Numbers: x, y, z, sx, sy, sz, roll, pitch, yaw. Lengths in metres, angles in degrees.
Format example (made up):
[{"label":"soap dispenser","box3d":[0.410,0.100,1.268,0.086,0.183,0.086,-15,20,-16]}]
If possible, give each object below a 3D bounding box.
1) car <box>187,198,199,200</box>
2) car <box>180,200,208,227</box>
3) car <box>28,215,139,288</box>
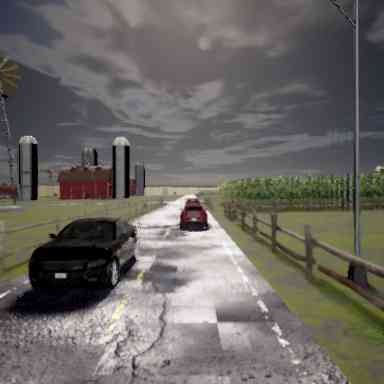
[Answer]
[{"label":"car","box3d":[0.128,1.492,40.601,1.882,1.535,5.008,0,0,0]},{"label":"car","box3d":[0.123,1.530,22.801,1.812,1.442,4.674,0,0,0]},{"label":"car","box3d":[-2.746,1.479,9.455,1.882,1.535,5.008,0,0,0]}]
